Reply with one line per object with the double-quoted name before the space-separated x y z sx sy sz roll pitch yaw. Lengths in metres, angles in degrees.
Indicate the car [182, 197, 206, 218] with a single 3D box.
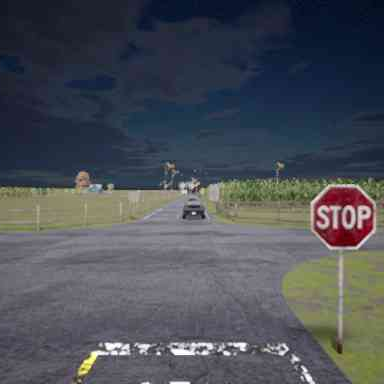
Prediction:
"car" 0.161 1.511 30.081 1.837 1.490 4.892 0 0 0
